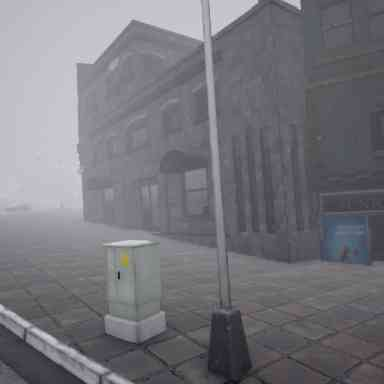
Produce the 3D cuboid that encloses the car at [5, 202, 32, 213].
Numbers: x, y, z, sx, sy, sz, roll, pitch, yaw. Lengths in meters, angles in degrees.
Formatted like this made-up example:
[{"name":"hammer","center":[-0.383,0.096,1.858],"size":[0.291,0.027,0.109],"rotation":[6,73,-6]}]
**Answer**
[{"name":"car","center":[-26.960,2.393,51.789],"size":[1.882,1.535,5.008],"rotation":[-4,-1,3]}]
